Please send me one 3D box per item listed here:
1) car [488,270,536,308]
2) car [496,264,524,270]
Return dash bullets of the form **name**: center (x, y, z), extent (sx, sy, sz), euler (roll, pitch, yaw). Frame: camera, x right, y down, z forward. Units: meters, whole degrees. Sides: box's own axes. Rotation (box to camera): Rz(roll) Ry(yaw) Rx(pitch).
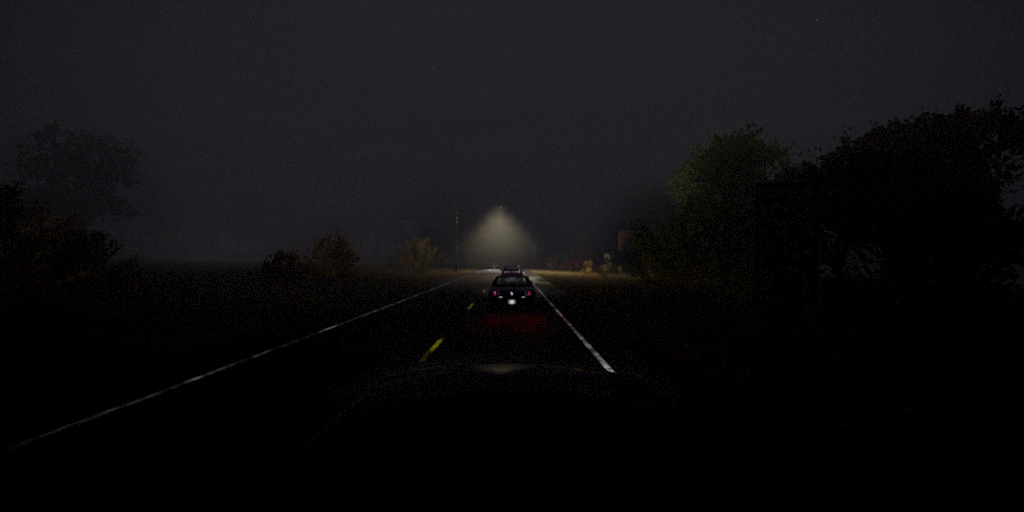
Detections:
- **car**: center (0.000, 1.486, 15.948), extent (1.895, 1.301, 4.718), euler (0, -1, 0)
- **car**: center (-0.001, 1.529, 31.137), extent (2.128, 1.511, 4.902), euler (0, 0, 0)
